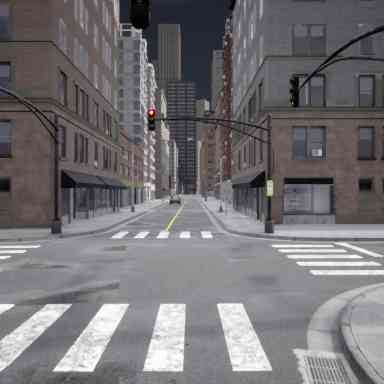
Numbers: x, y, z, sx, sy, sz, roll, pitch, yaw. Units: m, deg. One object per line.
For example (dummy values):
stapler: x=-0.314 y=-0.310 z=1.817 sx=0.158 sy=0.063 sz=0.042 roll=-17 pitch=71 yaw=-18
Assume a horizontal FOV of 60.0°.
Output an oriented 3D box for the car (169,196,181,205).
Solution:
car: x=-2.987 y=1.457 z=59.698 sx=1.882 sy=1.535 sz=5.008 roll=0 pitch=0 yaw=0
